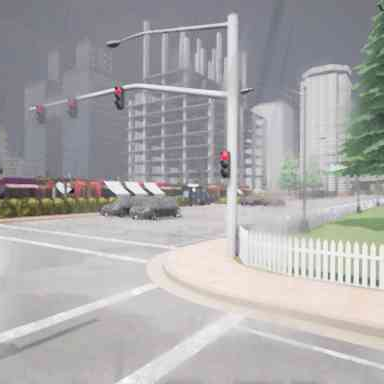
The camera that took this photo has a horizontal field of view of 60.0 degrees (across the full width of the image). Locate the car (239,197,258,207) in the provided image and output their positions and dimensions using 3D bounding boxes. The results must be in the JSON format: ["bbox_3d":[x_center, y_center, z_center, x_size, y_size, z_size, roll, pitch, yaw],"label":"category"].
[{"bbox_3d":[9.026,1.436,49.985,2.033,1.411,5.357,0,0,35],"label":"car"}]

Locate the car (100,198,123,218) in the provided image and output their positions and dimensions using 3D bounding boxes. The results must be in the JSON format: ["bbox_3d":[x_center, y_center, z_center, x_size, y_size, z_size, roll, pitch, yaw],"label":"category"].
[{"bbox_3d":[-5.602,1.244,28.470,2.097,1.767,4.553,0,0,34],"label":"car"}]

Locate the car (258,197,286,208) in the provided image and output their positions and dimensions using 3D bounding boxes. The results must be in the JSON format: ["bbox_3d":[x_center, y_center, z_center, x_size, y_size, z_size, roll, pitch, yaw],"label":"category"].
[{"bbox_3d":[11.909,1.454,48.001,2.033,1.411,5.357,0,0,35],"label":"car"}]

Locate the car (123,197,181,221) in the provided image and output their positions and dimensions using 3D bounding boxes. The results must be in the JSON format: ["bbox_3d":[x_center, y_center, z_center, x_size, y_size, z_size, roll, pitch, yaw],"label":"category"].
[{"bbox_3d":[-2.859,1.261,26.279,2.097,1.767,4.553,0,0,34],"label":"car"}]
